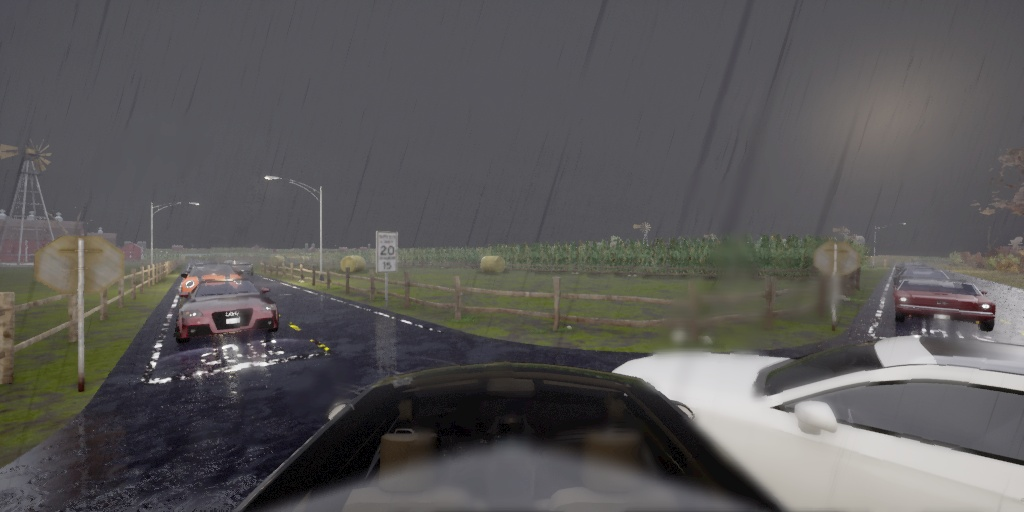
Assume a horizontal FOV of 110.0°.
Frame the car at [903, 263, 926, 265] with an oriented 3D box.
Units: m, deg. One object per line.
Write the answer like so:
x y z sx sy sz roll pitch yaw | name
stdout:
27.371 1.394 24.218 4.181 1.385 1.994 0 1 -43 | car

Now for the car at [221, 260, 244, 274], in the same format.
-33.664 1.296 43.151 1.837 1.490 4.892 0 0 -41 | car

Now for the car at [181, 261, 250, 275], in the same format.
-13.702 1.137 16.446 2.097 1.767 4.553 0 0 -42 | car

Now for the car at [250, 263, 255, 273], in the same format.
-26.950 1.276 35.687 2.128 1.511 4.902 0 0 -41 | car

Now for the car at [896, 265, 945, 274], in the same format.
20.611 1.358 17.970 5.357 1.411 2.033 0 1 -43 | car

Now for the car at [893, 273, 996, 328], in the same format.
13.528 1.395 11.413 4.718 1.301 1.895 0 1 -43 | car

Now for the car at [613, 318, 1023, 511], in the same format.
2.840 1.294 2.360 1.812 1.442 4.674 0 1 -44 | car

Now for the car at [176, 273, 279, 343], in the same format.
-7.932 1.353 9.957 1.994 1.385 4.181 0 0 -42 | car
